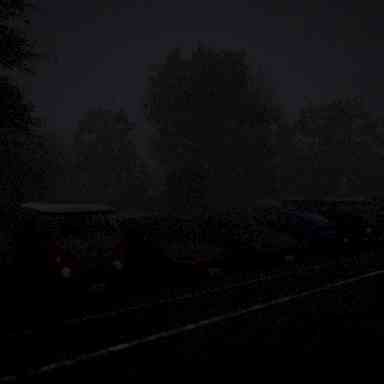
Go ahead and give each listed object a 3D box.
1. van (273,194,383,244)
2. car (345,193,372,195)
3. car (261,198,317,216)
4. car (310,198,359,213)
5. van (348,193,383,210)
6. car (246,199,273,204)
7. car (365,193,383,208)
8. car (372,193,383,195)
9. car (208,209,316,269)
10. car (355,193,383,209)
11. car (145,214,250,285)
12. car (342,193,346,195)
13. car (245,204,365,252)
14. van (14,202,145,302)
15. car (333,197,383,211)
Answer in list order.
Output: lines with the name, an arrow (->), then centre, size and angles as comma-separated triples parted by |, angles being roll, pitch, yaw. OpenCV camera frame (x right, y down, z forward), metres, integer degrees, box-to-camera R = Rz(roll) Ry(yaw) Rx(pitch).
van -> 6.036, 1.227, 14.668 | 1.878, 1.987, 4.442 | 0, 0, -36
car -> 18.446, 1.167, 39.808 | 2.435, 2.045, 5.566 | 0, 0, -36
car -> 9.541, 1.431, 33.174 | 1.946, 1.575, 5.366 | 0, 0, -36
car -> 16.223, 1.452, 38.147 | 2.163, 1.488, 4.792 | 0, 0, -36
van -> 22.909, 1.185, 43.109 | 1.878, 1.987, 4.442 | 0, 0, -36
car -> 7.172, 1.439, 31.713 | 2.231, 1.521, 4.892 | 0, 0, -36
car -> 27.510, 1.146, 46.222 | 2.435, 2.045, 5.566 | 0, 0, -36
car -> 15.104, 1.185, 21.264 | 2.435, 2.045, 5.566 | 0, 0, -36
car -> 1.426, 1.490, 11.477 | 2.163, 1.488, 4.792 | 0, 0, -36
car -> 25.218, 1.155, 44.653 | 2.435, 2.045, 5.566 | 0, 0, -36
car -> -0.854, 1.494, 9.846 | 2.163, 1.488, 4.792 | 0, 0, -36
car -> 13.929, 1.301, 36.579 | 2.185, 1.767, 4.553 | 0, 0, -36
car -> 3.692, 1.456, 13.127 | 2.097, 1.535, 5.008 | 0, 0, -36
van -> -3.083, 1.243, 8.143 | 1.878, 1.987, 4.442 | 0, 0, -36
car -> 20.613, 1.412, 41.551 | 1.946, 1.575, 5.366 | 0, 0, -36
